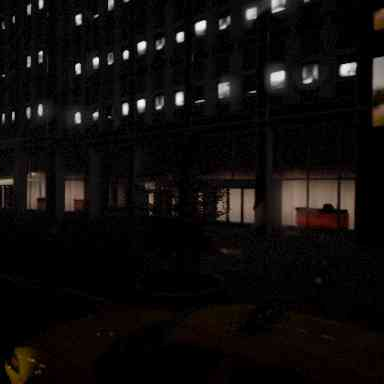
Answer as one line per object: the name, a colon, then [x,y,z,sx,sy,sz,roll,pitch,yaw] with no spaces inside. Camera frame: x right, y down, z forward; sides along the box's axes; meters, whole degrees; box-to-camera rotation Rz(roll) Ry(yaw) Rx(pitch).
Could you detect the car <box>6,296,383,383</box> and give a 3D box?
car: [0.321,1.522,2.637,4.829,1.417,1.752,0,1,36]
